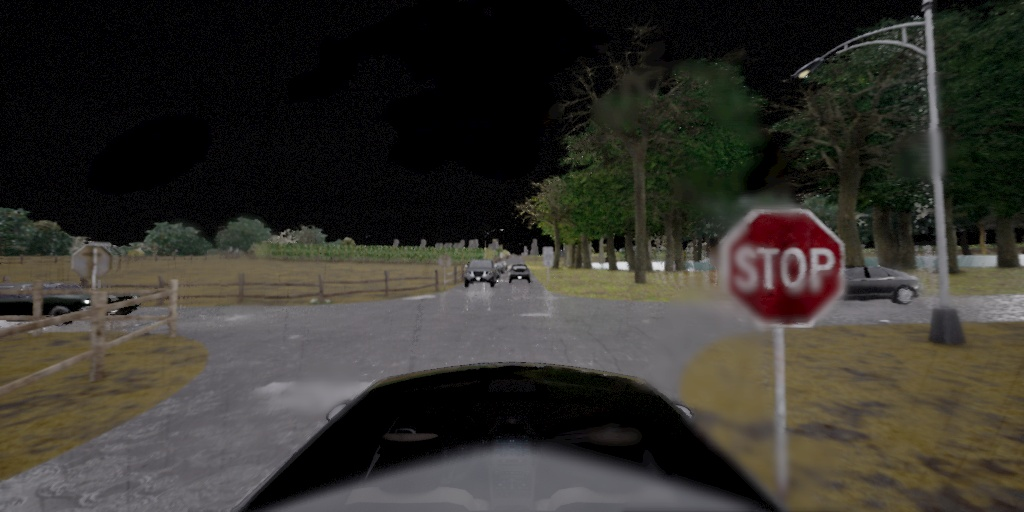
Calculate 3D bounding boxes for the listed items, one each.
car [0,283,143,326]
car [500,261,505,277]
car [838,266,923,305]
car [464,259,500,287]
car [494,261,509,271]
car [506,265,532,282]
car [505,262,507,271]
[{"bbox_3d":[-15.260,1.527,11.768,4.718,1.301,1.895,0,-2,-1],"label":"car"},{"bbox_3d":[-2.150,1.566,37.588,2.128,1.511,4.902,0,0,1],"label":"car"},{"bbox_3d":[13.190,1.151,14.244,4.892,1.490,1.837,-1,-2,1],"label":"car"},{"bbox_3d":[-2.320,1.240,27.542,2.150,2.045,5.566,0,0,0],"label":"car"},{"bbox_3d":[-1.720,1.604,58.695,2.128,1.511,4.902,0,0,2],"label":"car"},{"bbox_3d":[0.691,1.543,32.432,1.837,1.490,4.892,0,0,1],"label":"car"},{"bbox_3d":[-1.950,1.608,47.945,1.837,1.490,4.892,0,0,1],"label":"car"}]
